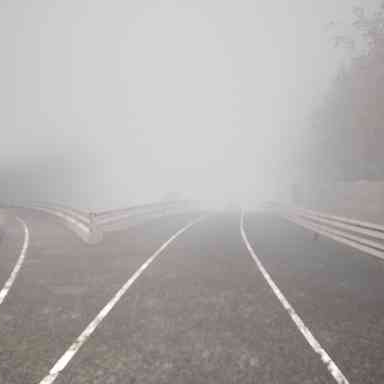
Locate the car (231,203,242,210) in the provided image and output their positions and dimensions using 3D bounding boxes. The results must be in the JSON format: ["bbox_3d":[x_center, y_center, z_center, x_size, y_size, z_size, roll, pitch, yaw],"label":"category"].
[{"bbox_3d":[8.774,2.917,65.251,1.895,1.301,4.718,0,-4,11],"label":"car"}]

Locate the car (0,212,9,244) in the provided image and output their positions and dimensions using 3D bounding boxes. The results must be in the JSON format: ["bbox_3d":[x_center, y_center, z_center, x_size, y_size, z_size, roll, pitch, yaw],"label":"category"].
[{"bbox_3d":[-9.471,1.481,15.072,1.812,1.442,4.674,0,0,-25],"label":"car"}]

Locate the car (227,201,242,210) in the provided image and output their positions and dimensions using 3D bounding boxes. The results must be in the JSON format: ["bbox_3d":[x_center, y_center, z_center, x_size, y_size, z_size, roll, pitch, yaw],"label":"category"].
[{"bbox_3d":[6.878,2.245,55.020,2.033,1.411,5.357,0,-3,10],"label":"car"}]
